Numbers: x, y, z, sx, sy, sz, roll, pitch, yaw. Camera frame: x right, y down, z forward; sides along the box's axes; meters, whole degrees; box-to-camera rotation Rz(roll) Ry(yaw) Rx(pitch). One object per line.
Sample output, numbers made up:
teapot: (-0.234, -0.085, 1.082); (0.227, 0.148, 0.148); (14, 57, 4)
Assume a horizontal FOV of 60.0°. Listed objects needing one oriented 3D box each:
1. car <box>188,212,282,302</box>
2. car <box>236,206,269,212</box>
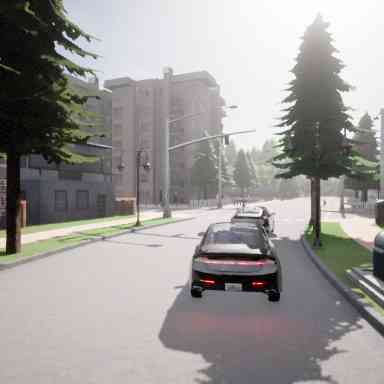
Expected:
car: (1.111, 1.492, 8.367); (2.128, 1.511, 4.902); (0, 0, 9)
car: (3.242, 1.491, 17.473); (2.128, 1.511, 4.902); (0, 0, 18)
